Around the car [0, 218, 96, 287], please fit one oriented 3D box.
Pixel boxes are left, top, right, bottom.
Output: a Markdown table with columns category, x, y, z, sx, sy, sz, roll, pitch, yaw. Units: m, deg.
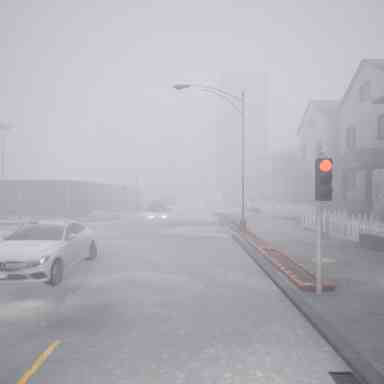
| category | x | y | z | sx | sy | sz | roll | pitch | yaw |
| --- | --- | --- | --- | --- | --- | --- | --- | --- | --- |
| car | -4.100 | 1.526 | 9.496 | 1.812 | 1.442 | 4.674 | 0 | 0 | 0 |

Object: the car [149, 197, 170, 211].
| category | x | y | z | sx | sy | sz | roll | pitch | yaw |
| --- | --- | --- | --- | --- | --- | --- | --- | --- | --- |
| car | -4.097 | 1.601 | 40.991 | 1.895 | 1.301 | 4.718 | 0 | 0 | 0 |

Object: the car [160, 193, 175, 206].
| category | x | y | z | sx | sy | sz | roll | pitch | yaw |
| --- | --- | --- | --- | --- | --- | --- | --- | --- | --- |
| car | -4.036 | 1.222 | 55.422 | 2.150 | 2.045 | 5.566 | 0 | 0 | 2 |
